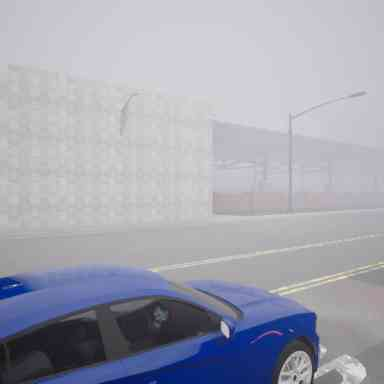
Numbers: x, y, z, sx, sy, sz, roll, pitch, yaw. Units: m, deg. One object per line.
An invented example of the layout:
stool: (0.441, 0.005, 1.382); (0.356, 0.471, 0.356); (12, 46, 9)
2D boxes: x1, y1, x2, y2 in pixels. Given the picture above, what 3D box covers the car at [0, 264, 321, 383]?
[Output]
car: (-0.791, 1.478, 3.185); (5.008, 1.535, 1.882); (0, 0, -36)
